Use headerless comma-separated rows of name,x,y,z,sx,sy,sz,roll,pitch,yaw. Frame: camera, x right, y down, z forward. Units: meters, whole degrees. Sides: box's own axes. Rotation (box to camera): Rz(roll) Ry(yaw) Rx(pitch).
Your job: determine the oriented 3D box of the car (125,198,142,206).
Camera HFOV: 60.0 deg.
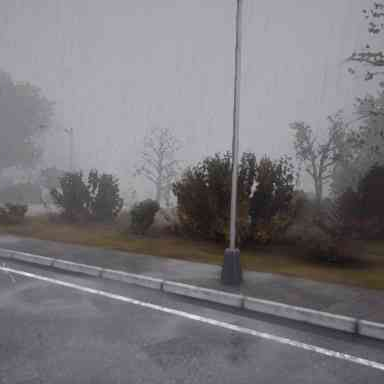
car,-10.898,1.941,62.719,2.097,1.767,4.553,2,-2,19
